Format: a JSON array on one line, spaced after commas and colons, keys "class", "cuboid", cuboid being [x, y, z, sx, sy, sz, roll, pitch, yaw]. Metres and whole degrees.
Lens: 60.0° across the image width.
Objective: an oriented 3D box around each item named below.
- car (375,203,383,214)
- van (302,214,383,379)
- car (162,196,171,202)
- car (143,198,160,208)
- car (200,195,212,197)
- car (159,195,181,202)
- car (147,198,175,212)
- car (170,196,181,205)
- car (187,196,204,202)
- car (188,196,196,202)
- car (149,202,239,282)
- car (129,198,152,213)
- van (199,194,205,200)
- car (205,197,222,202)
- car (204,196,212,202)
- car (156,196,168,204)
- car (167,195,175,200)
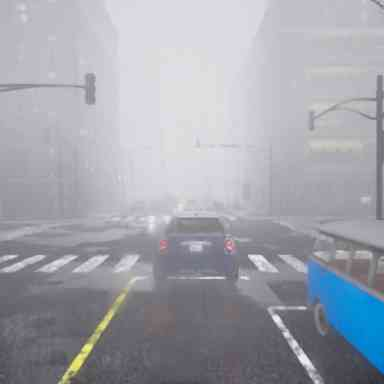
[{"class": "car", "cuboid": [15.760, 1.024, 23.496, 5.009, 1.841, 2.192, -1, 1, 0]}, {"class": "van", "cuboid": [2.682, 1.339, 3.963, 1.690, 1.788, 3.998, 0, 0, 0]}, {"class": "car", "cuboid": [-5.693, 1.586, 75.035, 1.802, 1.307, 4.206, 0, 0, 0]}, {"class": "car", "cuboid": [-5.695, 1.560, 47.418, 1.947, 1.339, 4.313, 0, 0, 0]}, {"class": "car", "cuboid": [2.687, 1.540, 52.928, 1.887, 1.381, 4.507, 0, 0, 0]}, {"class": "car", "cuboid": [-3.081, 1.349, 46.382, 2.097, 1.767, 4.553, 0, 0, 0]}, {"class": "car", "cuboid": [-3.093, 1.593, 34.294, 1.895, 1.301, 4.718, 0, 0, 0]}, {"class": "car", "cuboid": [-3.035, 1.524, 61.841, 1.812, 1.442, 4.674, 0, 0, 1]}, {"class": "car", "cuboid": [0.102, 1.518, 38.487, 1.812, 1.442, 4.674, 0, 0, 0]}, {"class": "car", "cuboid": [0.004, 1.528, 74.145, 1.812, 1.442, 4.674, 0, 0, 0]}, {"class": "car", "cuboid": [0.101, 1.348, 9.939, 2.097, 1.767, 4.553, 0, 0, 0]}, {"class": "car", "cuboid": [-5.695, 1.558, 36.371, 1.947, 1.339, 4.313, 0, 0, 0]}, {"class": "van", "cuboid": [2.687, 1.355, 91.593, 1.690, 1.788, 3.998, -1, 0, 0]}, {"class": "car", "cuboid": [2.686, 1.574, 36.358, 1.802, 1.307, 4.206, 0, 0, 0]}, {"class": "car", "cuboid": [2.686, 1.559, 41.881, 1.947, 1.339, 4.313, 0, 0, 0]}, {"class": "car", "cuboid": [-5.694, 1.544, 63.988, 1.887, 1.381, 4.507, 0, 0, 0]}, {"class": "car", "cuboid": [-5.693, 1.540, 91.436, 1.752, 1.417, 4.829, 0, 0, 0]}]
